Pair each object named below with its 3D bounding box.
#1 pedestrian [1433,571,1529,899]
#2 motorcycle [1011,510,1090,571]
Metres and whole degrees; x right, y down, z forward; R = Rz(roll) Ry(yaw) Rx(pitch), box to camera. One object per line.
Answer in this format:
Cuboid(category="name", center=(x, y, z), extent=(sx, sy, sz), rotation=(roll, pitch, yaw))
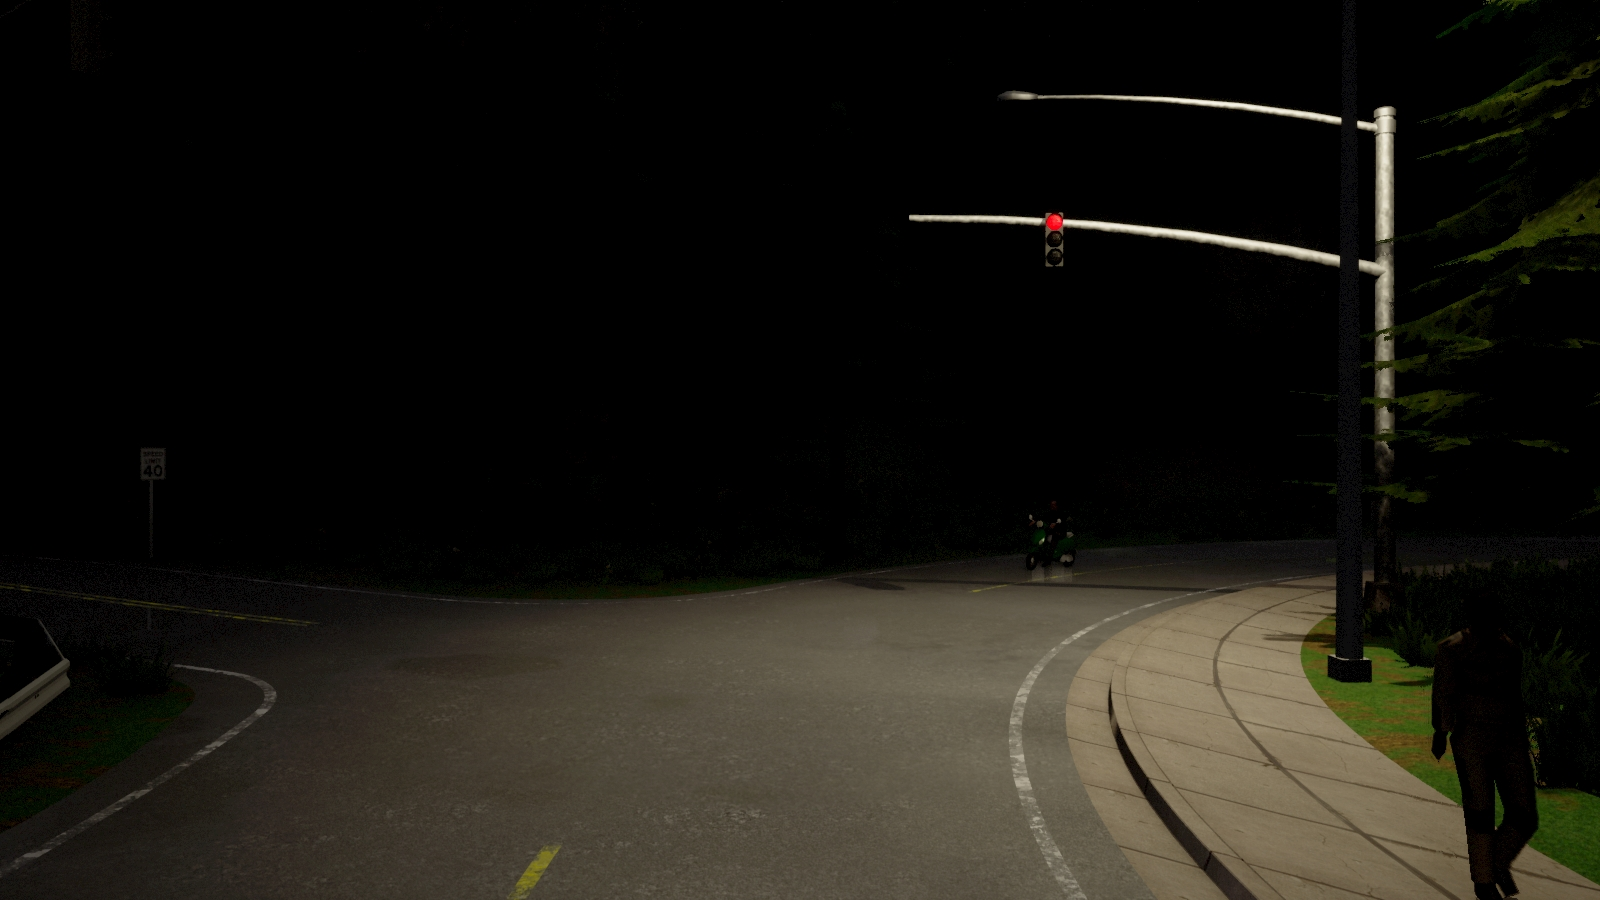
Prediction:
Cuboid(category="pedestrian", center=(4.041, 1.671, 6.794), extent=(0.375, 1.860, 0.375), rotation=(0, 0, 8))
Cuboid(category="motorcycle", center=(5.937, 2.115, 27.011), extent=(1.805, 1.316, 0.856), rotation=(0, 0, -37))
